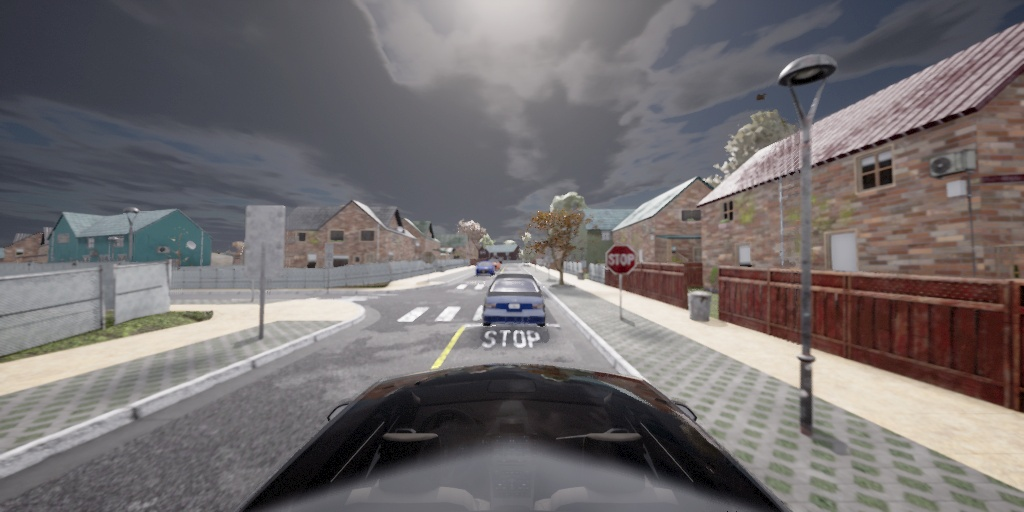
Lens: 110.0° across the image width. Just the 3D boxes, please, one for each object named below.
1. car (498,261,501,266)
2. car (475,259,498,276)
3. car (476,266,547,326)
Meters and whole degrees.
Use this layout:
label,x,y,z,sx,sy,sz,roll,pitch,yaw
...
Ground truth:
label,x,y,z,sx,sy,sz,roll,pitch,yaw
car,-2.832,1.268,54.592,2.097,1.767,4.553,0,0,0
car,-2.851,1.318,38.514,1.882,1.535,5.008,0,0,0
car,0.081,1.280,11.703,2.033,1.411,5.357,1,1,0
